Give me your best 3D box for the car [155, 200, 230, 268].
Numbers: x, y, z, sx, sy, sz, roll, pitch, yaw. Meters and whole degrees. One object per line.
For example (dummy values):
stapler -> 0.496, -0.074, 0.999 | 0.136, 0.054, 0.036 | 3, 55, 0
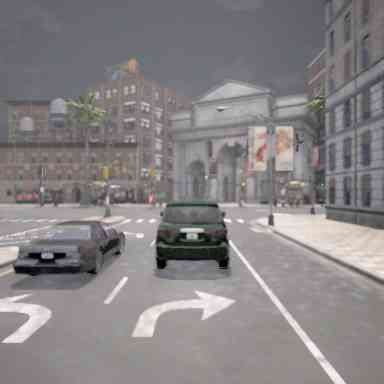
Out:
car -> 0.033, 1.268, 11.540 | 2.150, 2.045, 5.566 | 0, 0, 1

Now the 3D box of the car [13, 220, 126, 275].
car -> -3.474, 1.589, 10.512 | 2.033, 1.411, 5.357 | 0, 0, 0
